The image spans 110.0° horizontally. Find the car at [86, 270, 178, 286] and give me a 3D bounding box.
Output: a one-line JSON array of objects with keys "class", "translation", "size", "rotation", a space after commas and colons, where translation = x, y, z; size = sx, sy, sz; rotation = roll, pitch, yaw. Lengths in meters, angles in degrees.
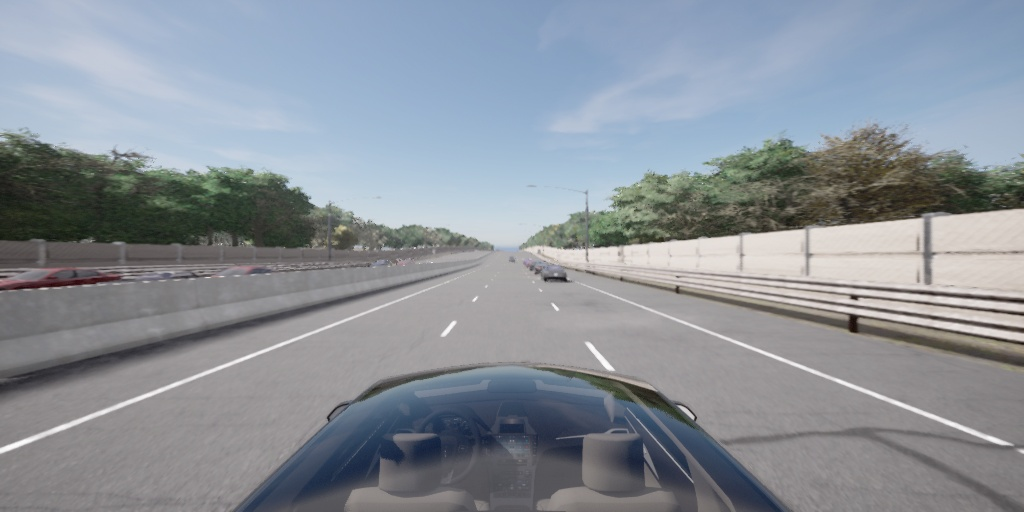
[{"class": "car", "translation": [-17.599, 1.416, 18.059], "size": [1.895, 1.301, 4.718], "rotation": [0, 0, 0]}]

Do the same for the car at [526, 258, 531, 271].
[{"class": "car", "translation": [3.473, 1.410, 52.544], "size": [1.837, 1.490, 4.892], "rotation": [0, 0, 0]}]

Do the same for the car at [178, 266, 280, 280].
[{"class": "car", "translation": [-14.096, 1.296, 18.781], "size": [1.882, 1.535, 5.008], "rotation": [0, 0, 0]}]

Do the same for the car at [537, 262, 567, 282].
[{"class": "car", "translation": [3.487, 1.435, 30.511], "size": [1.994, 1.385, 4.181], "rotation": [0, 0, 0]}]

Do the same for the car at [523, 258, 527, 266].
[{"class": "car", "translation": [3.472, 1.427, 63.519], "size": [1.812, 1.442, 4.674], "rotation": [0, 0, 0]}]

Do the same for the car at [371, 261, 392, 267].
[{"class": "car", "translation": [-21.042, 1.457, 58.195], "size": [2.033, 1.411, 5.357], "rotation": [0, 0, 0]}]

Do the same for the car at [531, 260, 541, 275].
[{"class": "car", "translation": [3.482, 1.427, 41.513], "size": [1.812, 1.442, 4.674], "rotation": [0, 0, 0]}]

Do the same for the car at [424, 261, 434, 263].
[{"class": "car", "translation": [-14.042, 1.503, 59.910], "size": [1.895, 1.301, 4.718], "rotation": [0, 0, 0]}]

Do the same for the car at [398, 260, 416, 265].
[{"class": "car", "translation": [-17.543, 1.374, 59.951], "size": [1.882, 1.535, 5.008], "rotation": [0, 0, 0]}]

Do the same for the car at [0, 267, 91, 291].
[{"class": "car", "translation": [-21.092, 1.285, 16.439], "size": [1.882, 1.535, 5.008], "rotation": [0, 0, 0]}]
